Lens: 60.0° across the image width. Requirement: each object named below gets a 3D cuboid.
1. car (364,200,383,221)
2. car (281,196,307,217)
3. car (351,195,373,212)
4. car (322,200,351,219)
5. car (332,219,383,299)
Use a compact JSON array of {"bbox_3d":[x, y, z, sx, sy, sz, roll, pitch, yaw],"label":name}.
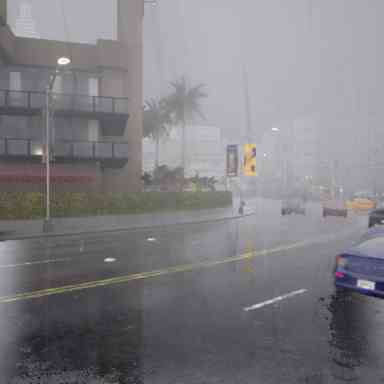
[{"bbox_3d":[12.759,1.497,21.817,1.837,1.490,4.892,0,1,33],"label":"car"},{"bbox_3d":[9.799,1.333,31.748,2.097,1.767,4.553,0,0,21],"label":"car"},{"bbox_3d":[18.790,1.460,37.490,1.882,1.535,5.008,0,0,11],"label":"car"},{"bbox_3d":[12.654,1.463,29.451,1.882,1.535,5.008,0,0,22],"label":"car"},{"bbox_3d":[4.911,1.523,7.588,4.674,1.442,1.812,0,0,-41],"label":"car"}]
